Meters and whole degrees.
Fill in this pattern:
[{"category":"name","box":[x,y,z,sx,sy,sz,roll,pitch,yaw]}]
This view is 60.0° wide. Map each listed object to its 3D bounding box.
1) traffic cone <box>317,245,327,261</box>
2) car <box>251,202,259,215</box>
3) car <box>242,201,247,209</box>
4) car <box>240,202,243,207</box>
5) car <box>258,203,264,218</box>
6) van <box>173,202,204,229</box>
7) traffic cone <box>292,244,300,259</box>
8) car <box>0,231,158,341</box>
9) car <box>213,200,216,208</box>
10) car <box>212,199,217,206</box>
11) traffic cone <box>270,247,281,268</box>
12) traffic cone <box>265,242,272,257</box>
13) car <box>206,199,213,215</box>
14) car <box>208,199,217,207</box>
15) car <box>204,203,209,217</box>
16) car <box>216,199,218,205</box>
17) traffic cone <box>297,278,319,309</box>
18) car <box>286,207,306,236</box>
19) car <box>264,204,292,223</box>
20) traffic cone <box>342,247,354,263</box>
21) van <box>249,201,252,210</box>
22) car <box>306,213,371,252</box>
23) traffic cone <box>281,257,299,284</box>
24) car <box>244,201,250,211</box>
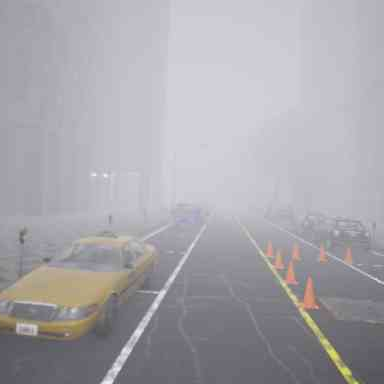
[{"category":"traffic cone","box":[5.079,2.372,13.001,0.340,0.580,0.340,3,-1,5]},{"category":"car","box":[10.707,2.668,51.091,1.967,1.590,4.097,3,-1,5]},{"category":"car","box":[12.739,3.236,73.549,1.947,1.339,4.313,3,-1,5]},{"category":"car","box":[13.261,3.104,79.169,2.192,1.841,5.009,3,-1,5]},{"category":"car","box":[9.692,2.329,39.861,2.192,1.841,5.009,3,-1,5]},{"category":"van","box":[-0.317,1.620,23.808,1.690,1.788,3.998,3,-1,5]},{"category":"traffic cone","box":[4.085,2.322,13.093,0.340,0.580,0.340,3,-1,5]},{"category":"car","box":[-1.878,1.512,6.755,1.752,1.417,4.829,3,0,6]},{"category":"car","box":[2.731,2.494,57.495,1.802,1.307,4.206,3,-1,5]},{"category":"car","box":[3.738,2.653,68.555,1.752,1.417,4.829,3,-1,5]},{"category":"traffic cone","box":[2.909,2.238,11.192,0.340,0.580,0.340,3,-1,5]},{"category":"traffic cone","box":[3.090,2.272,13.184,0.340,0.580,0.340,3,-1,5]},{"category":"car","box":[1.208,2.032,40.652,1.967,1.590,4.097,3,-1,5]},{"category":"car","box":[5.292,2.800,85.571,2.192,1.841,5.009,3,-1,5]},{"category":"car","box":[0.181,1.946,29.420,1.947,1.339,4.313,3,-1,5]},{"category":"car","box":[4.273,2.563,74.341,2.192,1.841,5.009,3,-1,5]},{"category":"traffic cone","box":[2.547,2.172,7.209,0.340,0.580,0.340,3,-1,5]},{"category":"car","box":[8.156,2.142,23.013,1.967,1.590,4.097,3,-1,5]},{"category":"car","box":[9.182,2.223,34.247,2.192,1.841,5.009,3,-1,5]},{"category":"traffic cone","box":[6.074,2.421,12.910,0.340,0.580,0.340,3,-1,5]},{"category":"van","box":[11.222,2.676,56.708,1.690,1.788,3.998,3,-1,5]},{"category":"car","box":[7.645,2.042,17.399,1.967,1.590,4.097,3,-1,5]},{"category":"traffic cone","box":[2.728,2.205,9.201,0.340,0.580,0.340,3,-1,5]},{"category":"car","box":[12.228,3.136,67.935,1.802,1.307,4.206,3,-1,5]}]
